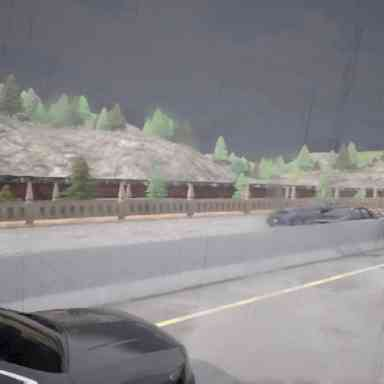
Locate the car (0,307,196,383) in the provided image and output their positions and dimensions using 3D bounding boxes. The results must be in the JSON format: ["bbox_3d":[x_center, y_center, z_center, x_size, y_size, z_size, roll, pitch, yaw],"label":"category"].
[{"bbox_3d":[-2.206,1.505,2.173,4.892,1.490,1.837,0,0,-35],"label":"car"}]

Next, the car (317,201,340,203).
[{"bbox_3d":[11.167,1.479,28.090,4.902,1.511,2.128,0,0,-29],"label":"car"}]

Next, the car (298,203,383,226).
[{"bbox_3d":[8.622,1.533,18.490,5.357,1.411,2.033,0,0,-33],"label":"car"}]

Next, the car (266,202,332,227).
[{"bbox_3d":[6.760,1.550,21.360,4.181,1.385,1.994,0,0,-33],"label":"car"}]
